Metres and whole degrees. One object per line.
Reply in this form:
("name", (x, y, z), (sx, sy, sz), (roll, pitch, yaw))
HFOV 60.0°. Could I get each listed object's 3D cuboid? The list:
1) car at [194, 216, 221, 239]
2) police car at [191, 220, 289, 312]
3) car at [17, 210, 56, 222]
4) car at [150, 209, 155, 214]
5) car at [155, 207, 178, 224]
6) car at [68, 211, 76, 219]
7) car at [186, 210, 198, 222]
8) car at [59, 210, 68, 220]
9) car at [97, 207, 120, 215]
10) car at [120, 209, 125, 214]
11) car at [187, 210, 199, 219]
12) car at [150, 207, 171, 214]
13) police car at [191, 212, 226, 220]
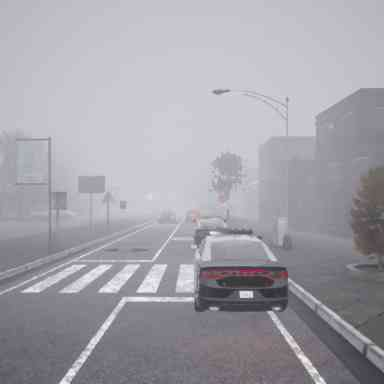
("car", (1.060, 2.527, 24.543), (1.812, 1.442, 4.674), (0, -2, 0))
("police car", (0.998, 1.766, 8.656), (1.930, 1.638, 5.238), (0, -2, 0))
("car", (-21.773, 3.395, 46.155), (4.674, 1.452, 2.002), (0, -2, 0))
("car", (-8.478, 5.085, 86.999), (4.892, 1.521, 2.231), (0, -3, 0))
("car", (-3.088, 3.073, 41.761), (2.097, 1.767, 4.553), (0, -2, 0))
("car", (-21.748, 3.629, 52.700), (5.008, 1.535, 2.097), (0, -2, 0))
("car", (0.203, 3.277, 46.658), (2.097, 1.767, 4.553), (0, -2, 1))
("car", (-21.754, 3.493, 49.429), (4.892, 1.521, 2.231), (0, -2, 0))
("car", (-21.572, 4.963, 84.305), (5.008, 1.535, 2.097), (0, -2, 0))
("car", (-21.554, 5.216, 89.868), (5.008, 1.535, 2.097), (0, -3, 0))
("car", (0.244, 4.032, 60.089), (2.033, 1.411, 5.357), (0, -2, 0))
("car", (-8.498, 4.963, 89.809), (5.566, 2.045, 2.435), (0, -3, 0))
("police car", (1.034, 2.179, 18.658), (1.930, 1.638, 5.238), (0, -2, 0))
